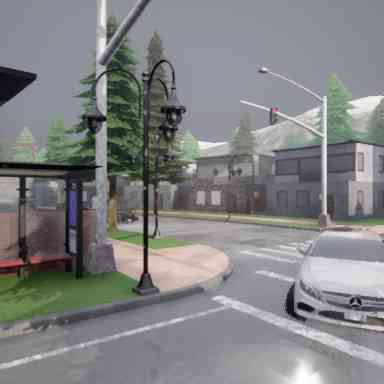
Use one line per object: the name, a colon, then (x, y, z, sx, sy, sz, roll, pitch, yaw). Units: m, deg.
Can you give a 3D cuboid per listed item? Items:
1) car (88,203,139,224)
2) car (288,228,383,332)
car: (-6.157, 1.544, 24.232, 5.357, 1.411, 2.033, 0, 0, 42)
car: (3.301, 1.535, 6.963, 1.812, 1.442, 4.674, 1, 0, 23)
